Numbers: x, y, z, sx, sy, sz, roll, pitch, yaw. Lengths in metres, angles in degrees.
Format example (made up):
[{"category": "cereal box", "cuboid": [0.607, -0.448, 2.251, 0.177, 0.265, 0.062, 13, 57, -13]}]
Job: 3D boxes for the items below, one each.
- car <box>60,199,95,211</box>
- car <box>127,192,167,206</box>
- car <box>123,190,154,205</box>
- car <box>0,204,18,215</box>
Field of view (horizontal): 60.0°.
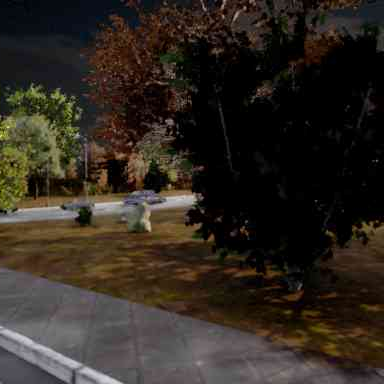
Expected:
[{"category": "car", "cuboid": [-14.526, 1.565, 42.237, 1.994, 1.385, 4.181, -1, 1, 38]}, {"category": "car", "cuboid": [-5.980, 1.173, 46.883, 2.033, 1.411, 5.357, -1, 2, 39]}, {"category": "car", "cuboid": [-7.879, 0.804, 50.408, 2.150, 2.045, 5.566, -1, 2, 40]}, {"category": "car", "cuboid": [-20.790, 1.716, 34.510, 2.128, 1.511, 4.902, -1, 0, 39]}]
